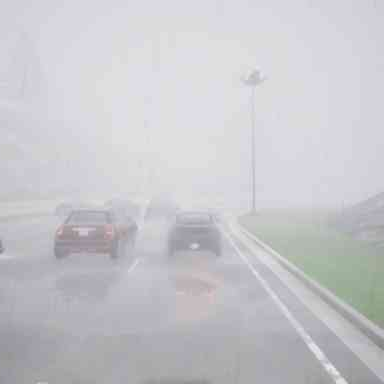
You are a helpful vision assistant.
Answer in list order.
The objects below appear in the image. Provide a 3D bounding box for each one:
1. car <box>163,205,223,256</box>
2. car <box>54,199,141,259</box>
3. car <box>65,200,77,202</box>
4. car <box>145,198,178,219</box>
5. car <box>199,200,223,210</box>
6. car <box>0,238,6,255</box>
[{"bbox_3d":[0.089,1.473,13.000,1.837,1.490,4.892,0,0,0],"label":"car"},{"bbox_3d":[-3.413,1.321,12.643,2.097,1.767,4.553,0,0,0],"label":"car"},{"bbox_3d":[-9.571,1.423,28.081,2.128,1.511,4.902,0,0,9],"label":"car"},{"bbox_3d":[-2.297,1.285,27.797,2.097,1.767,4.553,0,0,11],"label":"car"},{"bbox_3d":[1.507,1.455,29.006,1.812,1.442,4.674,0,0,14],"label":"car"},{"bbox_3d":[-6.932,1.527,8.248,2.033,1.411,5.357,0,0,0],"label":"car"}]
